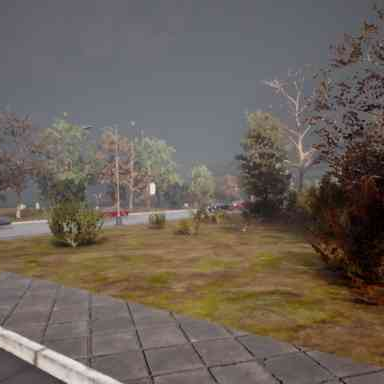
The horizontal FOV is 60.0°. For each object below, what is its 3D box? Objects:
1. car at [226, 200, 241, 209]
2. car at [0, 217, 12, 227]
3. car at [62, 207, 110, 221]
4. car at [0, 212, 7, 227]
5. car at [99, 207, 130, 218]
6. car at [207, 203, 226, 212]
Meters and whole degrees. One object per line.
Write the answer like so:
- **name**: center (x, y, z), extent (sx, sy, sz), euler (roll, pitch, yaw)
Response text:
- **car**: center (7.627, 2.035, 51.991), extent (2.097, 1.767, 4.553), euler (-3, -2, 32)
- **car**: center (-17.249, 2.379, 26.245), extent (2.033, 1.411, 5.357), euler (-3, -2, 33)
- **car**: center (-12.598, 2.566, 39.871), extent (2.033, 1.411, 5.357), euler (-3, -2, 32)
- **car**: center (-19.306, 2.590, 29.468), extent (1.895, 1.301, 4.718), euler (-3, -2, 33)
- **car**: center (-9.462, 2.467, 38.285), extent (1.895, 1.301, 4.718), euler (-3, -2, 32)
- **car**: center (4.321, 2.432, 53.283), extent (1.895, 1.301, 4.718), euler (-3, -2, 32)
